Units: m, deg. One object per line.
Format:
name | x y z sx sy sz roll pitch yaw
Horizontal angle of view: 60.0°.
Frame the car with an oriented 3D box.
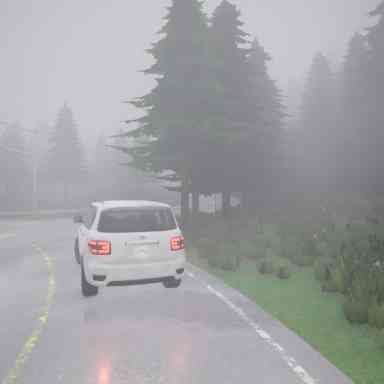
car | -1.894 1.221 8.971 2.150 2.045 5.566 0 0 -20
